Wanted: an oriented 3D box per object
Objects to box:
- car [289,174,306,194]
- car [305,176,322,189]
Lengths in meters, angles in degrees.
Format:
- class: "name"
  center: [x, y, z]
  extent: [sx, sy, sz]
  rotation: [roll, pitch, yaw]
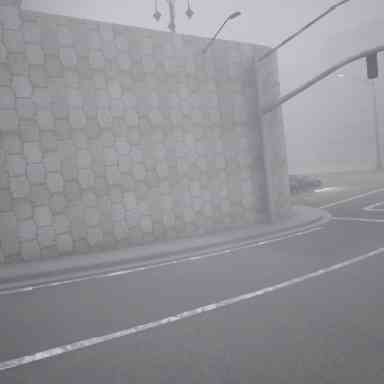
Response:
- class: "car"
  center: [6.822, -0.602, 28.350]
  extent: [2.097, 1.767, 4.553]
  rotation: [-10, 6, -35]
- class: "car"
  center: [9.643, -0.906, 30.412]
  extent: [1.994, 1.385, 4.181]
  rotation: [-10, 6, -34]
